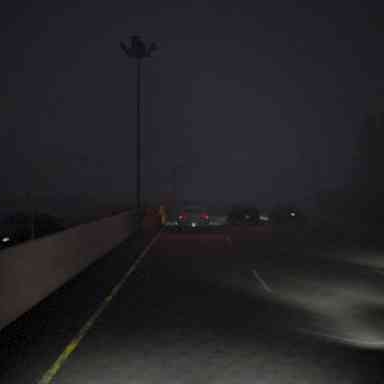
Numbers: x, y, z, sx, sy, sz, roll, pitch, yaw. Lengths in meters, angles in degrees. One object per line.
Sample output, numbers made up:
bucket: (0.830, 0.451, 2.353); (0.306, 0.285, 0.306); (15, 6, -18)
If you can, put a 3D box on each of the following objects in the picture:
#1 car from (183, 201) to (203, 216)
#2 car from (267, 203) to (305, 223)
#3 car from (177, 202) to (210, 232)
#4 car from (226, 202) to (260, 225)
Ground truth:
car: (0.089, 1.587, 32.818); (1.895, 1.301, 4.718); (0, 0, 0)
car: (7.091, 1.553, 25.363); (1.994, 1.385, 4.181); (0, 0, 0)
car: (0.095, 1.517, 20.115); (1.812, 1.442, 4.674); (0, 0, 0)
car: (3.592, 1.468, 24.044); (1.882, 1.535, 5.008); (0, 0, 0)
